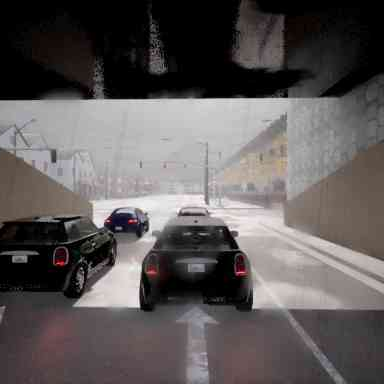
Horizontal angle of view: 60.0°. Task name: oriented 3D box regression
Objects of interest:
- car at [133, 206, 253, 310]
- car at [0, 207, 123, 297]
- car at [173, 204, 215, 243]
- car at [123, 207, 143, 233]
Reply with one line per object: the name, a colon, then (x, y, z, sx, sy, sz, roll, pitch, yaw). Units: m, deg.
car: (0.080, 1.352, 7.955, 2.097, 1.767, 4.553, 0, 0, 0)
car: (-3.414, 1.352, 8.718, 2.097, 1.767, 4.553, 0, 0, 0)
car: (0.089, 1.478, 17.223, 1.882, 1.535, 5.008, 0, 0, 0)
car: (-3.411, 1.526, 17.769, 1.812, 1.442, 4.674, 0, 0, 0)
